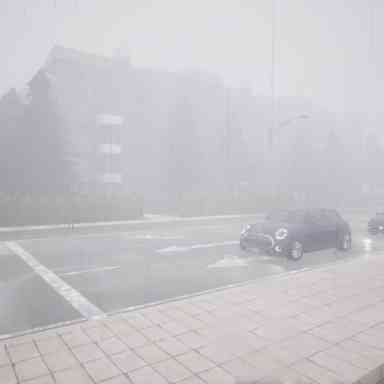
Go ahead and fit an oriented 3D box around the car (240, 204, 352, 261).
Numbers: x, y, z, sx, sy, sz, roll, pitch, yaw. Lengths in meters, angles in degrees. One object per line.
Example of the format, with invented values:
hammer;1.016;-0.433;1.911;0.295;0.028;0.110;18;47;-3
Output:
car;3.920;1.352;12.406;4.553;1.767;2.097;0;0;-36

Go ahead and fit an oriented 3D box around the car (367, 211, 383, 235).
car;11.233;1.505;17.711;4.892;1.490;1.837;0;0;-36
